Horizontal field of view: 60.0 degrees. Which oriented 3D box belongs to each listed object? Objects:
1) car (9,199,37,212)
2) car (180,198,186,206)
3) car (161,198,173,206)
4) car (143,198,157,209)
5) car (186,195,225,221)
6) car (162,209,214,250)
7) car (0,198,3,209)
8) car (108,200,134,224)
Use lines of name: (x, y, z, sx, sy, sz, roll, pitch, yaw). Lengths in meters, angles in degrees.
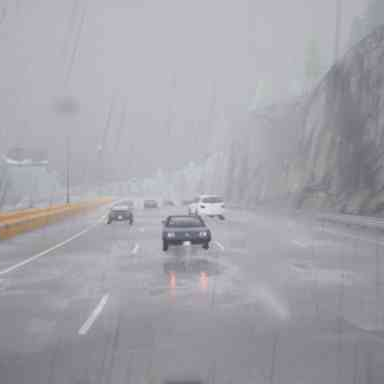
car: (-18.201, 1.843, 36.071, 1.812, 1.442, 4.674, -1, 0, -10)
car: (-0.974, 1.790, 60.702, 1.895, 1.301, 4.718, -1, 0, -9)
car: (-4.486, 1.777, 60.451, 2.033, 1.411, 5.357, -1, 0, -9)
car: (-6.388, 1.715, 50.813, 2.128, 1.511, 4.902, -1, 0, -10)
car: (1.186, 1.292, 28.017, 2.150, 2.045, 5.566, -1, 0, -10)
car: (-0.392, 1.649, 14.757, 1.895, 1.301, 4.718, -1, 0, -5)
car: (-31.544, 1.752, 51.819, 2.150, 2.045, 5.566, -1, 0, -9)
car: (-5.571, 1.668, 26.312, 1.812, 1.442, 4.674, 0, 0, -9)
